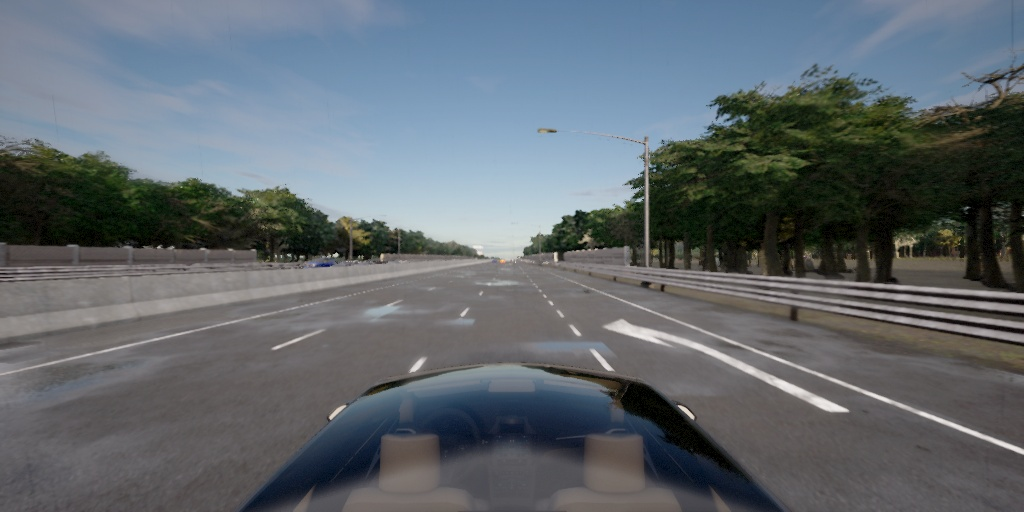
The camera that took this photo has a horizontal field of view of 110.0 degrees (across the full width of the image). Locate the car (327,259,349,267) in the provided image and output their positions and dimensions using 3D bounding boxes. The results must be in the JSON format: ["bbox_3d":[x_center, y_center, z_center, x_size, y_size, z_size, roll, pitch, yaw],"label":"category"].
[{"bbox_3d":[-24.552,1.566,52.940,2.128,1.511,4.902,0,0,1],"label":"car"}]

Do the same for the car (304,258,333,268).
[{"bbox_3d":[-28.043,1.295,52.628,2.150,2.045,5.566,0,0,1],"label":"car"}]

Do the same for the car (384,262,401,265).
[{"bbox_3d":[-17.557,1.553,52.894,1.882,1.535,5.008,0,0,1],"label":"car"}]

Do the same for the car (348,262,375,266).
[{"bbox_3d":[-21.066,1.572,51.317,1.837,1.490,4.892,0,0,0],"label":"car"}]
